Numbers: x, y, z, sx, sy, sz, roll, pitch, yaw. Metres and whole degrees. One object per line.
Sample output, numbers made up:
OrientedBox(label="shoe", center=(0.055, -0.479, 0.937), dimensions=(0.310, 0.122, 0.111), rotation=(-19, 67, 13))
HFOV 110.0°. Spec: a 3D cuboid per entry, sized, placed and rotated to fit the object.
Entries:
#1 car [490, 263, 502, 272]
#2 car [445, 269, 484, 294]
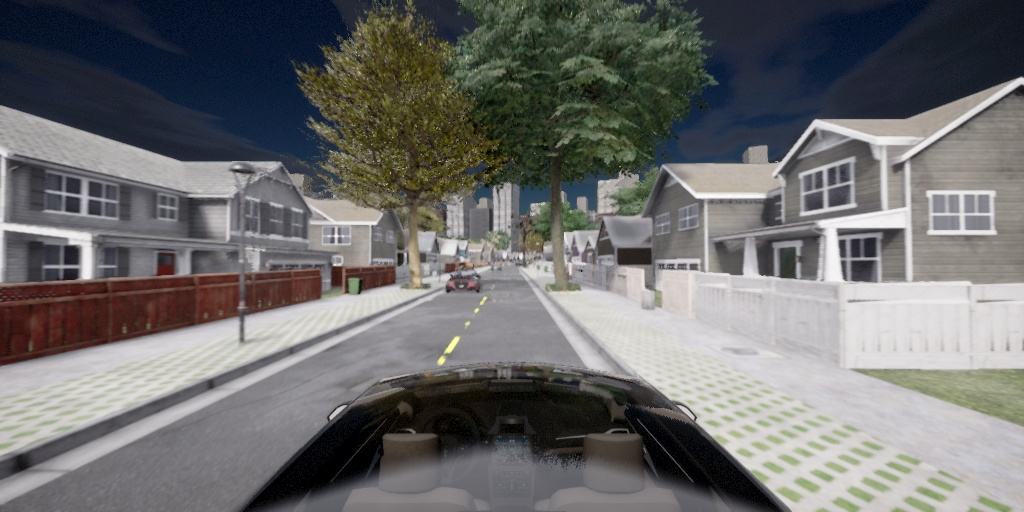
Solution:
OrientedBox(label="car", center=(-2.783, 1.944, 63.319), dimensions=(2.128, 1.511, 4.902), rotation=(0, -1, 1))
OrientedBox(label="car", center=(-2.852, 1.526, 22.202), dimensions=(1.994, 1.385, 4.181), rotation=(0, -1, 0))
